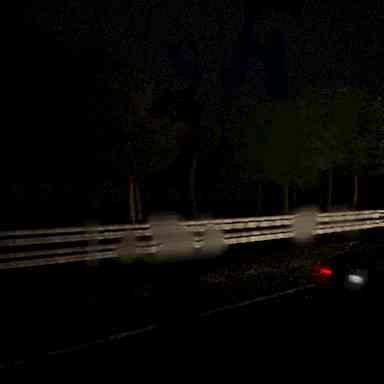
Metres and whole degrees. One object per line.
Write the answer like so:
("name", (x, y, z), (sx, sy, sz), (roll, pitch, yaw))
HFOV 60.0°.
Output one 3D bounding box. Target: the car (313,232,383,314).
("car", (4.920, 1.590, 7.292), (5.357, 1.411, 2.033), (0, 0, -35))
